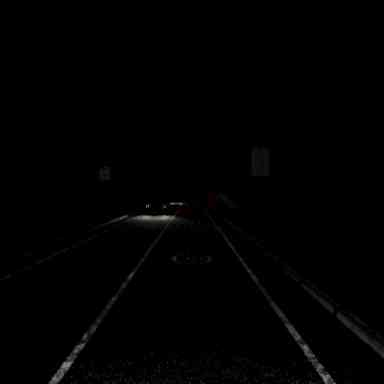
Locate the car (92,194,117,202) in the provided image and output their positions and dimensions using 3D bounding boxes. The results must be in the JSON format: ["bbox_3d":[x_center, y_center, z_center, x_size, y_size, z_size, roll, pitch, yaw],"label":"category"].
[{"bbox_3d":[-21.943,1.427,83.530,5.566,2.045,2.435,0,-1,0],"label":"car"}]

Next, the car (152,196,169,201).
[{"bbox_3d":[-8.939,1.835,94.931,4.792,1.488,2.163,0,-1,0],"label":"car"}]

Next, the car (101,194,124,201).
[{"bbox_3d":[-21.956,1.517,91.885,5.566,2.045,2.435,0,-1,0],"label":"car"}]

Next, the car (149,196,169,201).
[{"bbox_3d":[-9.091,1.768,92.128,5.366,1.575,1.946,0,-1,0],"label":"car"}]

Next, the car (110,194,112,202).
[{"bbox_3d":[-21.932,1.657,77.960,4.792,1.488,2.163,0,-1,0],"label":"car"}]

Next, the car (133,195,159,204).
[{"bbox_3d":[-8.832,1.379,64.099,4.553,1.767,2.185,0,-1,0],"label":"car"}]

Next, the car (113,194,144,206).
[{"bbox_3d":[-8.856,1.424,50.087,4.892,1.521,2.231,0,0,0],"label":"car"}]

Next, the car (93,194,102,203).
[{"bbox_3d":[-21.947,1.593,69.604,4.674,1.452,2.002,0,-1,0],"label":"car"}]

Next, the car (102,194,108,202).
[{"bbox_3d":[-21.767,1.575,72.389,5.366,1.575,1.946,0,-1,0],"label":"car"}]

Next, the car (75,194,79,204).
[{"bbox_3d":[-21.943,1.486,55.683,4.674,1.452,2.002,0,0,0],"label":"car"}]

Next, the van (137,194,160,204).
[{"bbox_3d":[-8.750,1.303,66.904,4.442,1.987,1.878,0,-1,0],"label":"van"}]

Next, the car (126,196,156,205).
[{"bbox_3d":[-8.867,1.463,58.492,4.892,1.521,2.231,0,0,0],"label":"car"}]

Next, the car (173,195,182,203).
[{"bbox_3d":[-3.271,1.670,73.590,1.895,1.301,4.718,0,0,0],"label":"car"}]

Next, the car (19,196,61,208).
[{"bbox_3d":[-21.938,1.415,47.328,5.008,1.535,2.097,0,0,0],"label":"car"}]

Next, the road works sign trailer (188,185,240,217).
[{"bbox_3d":[2.358,1.035,29.486,3.560,2.880,2.380,-5,45,-44],"label":"road works sign trailer"}]

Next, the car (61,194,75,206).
[{"bbox_3d":[-21.946,1.431,52.897,5.008,1.535,2.097,0,0,0],"label":"car"}]

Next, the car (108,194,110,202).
[{"bbox_3d":[-21.952,1.602,75.175,5.008,1.535,2.097,0,-1,0],"label":"car"}]

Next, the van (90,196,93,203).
[{"bbox_3d":[-22.060,1.277,64.034,4.442,1.987,1.878,0,0,0],"label":"van"}]

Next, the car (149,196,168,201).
[{"bbox_3d":[-8.896,1.739,89.328,5.008,1.535,2.097,0,-1,0],"label":"car"}]

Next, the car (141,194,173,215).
[{"bbox_3d":[-3.355,1.316,32.713,2.097,1.767,4.553,0,0,0],"label":"car"}]

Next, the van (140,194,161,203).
[{"bbox_3d":[-8.990,1.353,72.511,4.442,1.987,1.878,0,-1,0],"label":"van"}]

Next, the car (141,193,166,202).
[{"bbox_3d":[-8.911,1.377,78.118,5.566,2.045,2.435,0,-1,0],"label":"car"}]

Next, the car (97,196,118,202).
[{"bbox_3d":[-21.970,1.707,86.314,5.008,1.535,2.097,0,-1,0],"label":"car"}]

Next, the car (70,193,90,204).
[{"bbox_3d":[-21.911,1.356,61.253,4.553,1.767,2.185,0,0,0],"label":"car"}]

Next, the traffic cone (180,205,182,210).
[{"bbox_3d":[-1.390,1.917,34.628,0.340,0.580,0.340,0,0,0],"label":"traffic cone"}]

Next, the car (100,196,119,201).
[{"bbox_3d":[-21.977,1.775,88.975,4.674,1.452,2.002,0,-1,0],"label":"car"}]
